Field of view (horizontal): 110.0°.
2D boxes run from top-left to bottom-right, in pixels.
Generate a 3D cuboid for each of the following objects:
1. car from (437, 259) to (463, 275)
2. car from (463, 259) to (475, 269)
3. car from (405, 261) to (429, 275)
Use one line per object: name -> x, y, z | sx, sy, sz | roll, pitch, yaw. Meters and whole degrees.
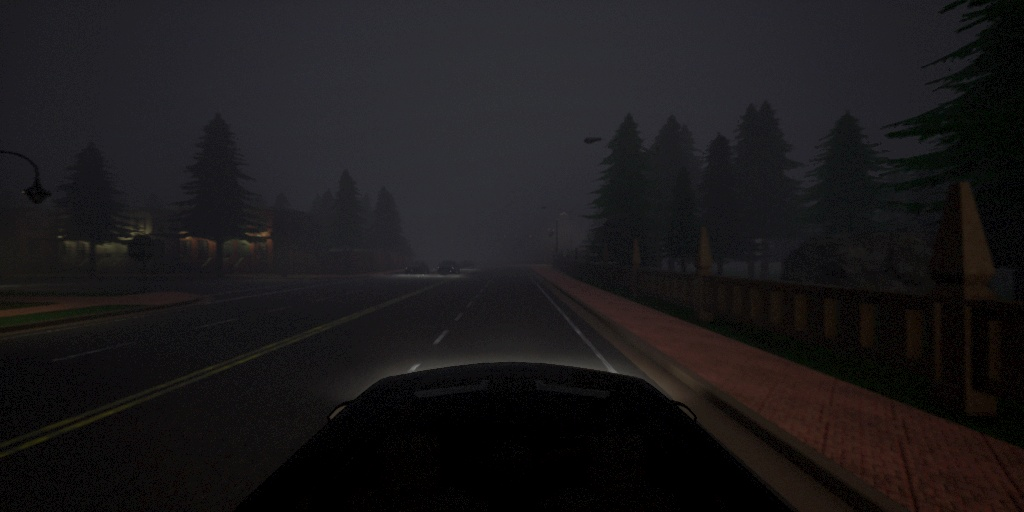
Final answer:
car -> -7.041, 1.228, 40.178 | 1.882, 1.535, 5.008 | 0, 0, 0
car -> -6.972, 1.222, 56.890 | 1.994, 1.385, 4.181 | 0, 0, 0
car -> -10.541, 1.276, 40.165 | 1.812, 1.442, 4.674 | 0, 0, 0
